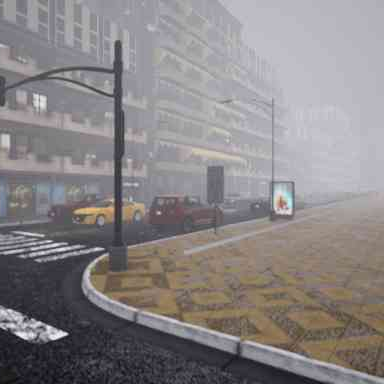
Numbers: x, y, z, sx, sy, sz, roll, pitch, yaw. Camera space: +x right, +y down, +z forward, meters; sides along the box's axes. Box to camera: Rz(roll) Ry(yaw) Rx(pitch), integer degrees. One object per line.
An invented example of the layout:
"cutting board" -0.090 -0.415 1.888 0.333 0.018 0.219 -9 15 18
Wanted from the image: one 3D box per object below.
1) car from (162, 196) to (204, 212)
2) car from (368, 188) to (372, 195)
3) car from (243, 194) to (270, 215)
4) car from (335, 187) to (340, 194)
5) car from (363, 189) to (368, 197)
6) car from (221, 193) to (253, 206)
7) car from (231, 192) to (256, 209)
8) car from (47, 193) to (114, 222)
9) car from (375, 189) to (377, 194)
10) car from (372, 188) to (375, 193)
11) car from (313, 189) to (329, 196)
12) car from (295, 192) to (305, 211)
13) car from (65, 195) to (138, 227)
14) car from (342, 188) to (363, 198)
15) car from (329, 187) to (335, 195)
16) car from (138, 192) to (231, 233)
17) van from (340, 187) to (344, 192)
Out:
"car" -0.761 1.082 31.603 1.802 1.307 4.206 1 2 35
"car" 34.734 0.103 67.783 1.887 1.381 4.507 1 2 35
"car" 6.145 1.076 26.855 1.947 1.339 4.313 1 2 35
"car" 34.174 -0.226 81.611 1.967 1.590 4.097 2 2 35
"car" 31.558 0.105 63.232 1.967 1.590 4.097 1 2 35
"car" 5.591 0.842 40.695 2.008 1.369 4.403 1 2 35
"car" 4.459 0.753 34.567 2.097 1.767 4.553 0 1 35
"car" -7.111 1.023 22.502 2.192 1.841 5.009 1 2 35
"car" 44.263 -0.213 81.426 2.008 1.369 4.403 1 2 35
"car" 37.911 -0.004 72.331 1.887 1.381 4.507 1 2 35
"car" 27.821 -0.012 72.517 1.967 1.590 4.097 1 2 35
"car" 9.322 0.972 31.403 1.947 1.339 4.313 1 2 35
"car" -5.080 1.191 20.913 1.882 1.535 5.008 0 1 34
"car" 28.381 0.316 58.688 1.887 1.381 4.507 1 2 35
"car" 30.997 -0.014 77.067 1.887 1.381 4.507 1 2 35
"car" -0.207 1.033 17.754 2.192 1.841 5.009 1 2 35
"van" 37.350 -0.433 86.155 1.690 1.788 3.998 2 2 35
